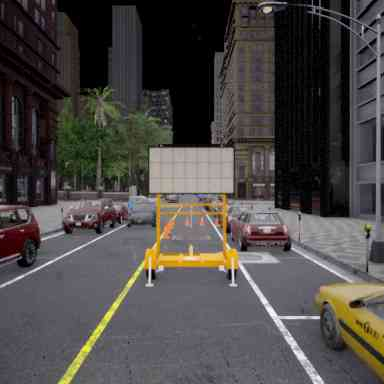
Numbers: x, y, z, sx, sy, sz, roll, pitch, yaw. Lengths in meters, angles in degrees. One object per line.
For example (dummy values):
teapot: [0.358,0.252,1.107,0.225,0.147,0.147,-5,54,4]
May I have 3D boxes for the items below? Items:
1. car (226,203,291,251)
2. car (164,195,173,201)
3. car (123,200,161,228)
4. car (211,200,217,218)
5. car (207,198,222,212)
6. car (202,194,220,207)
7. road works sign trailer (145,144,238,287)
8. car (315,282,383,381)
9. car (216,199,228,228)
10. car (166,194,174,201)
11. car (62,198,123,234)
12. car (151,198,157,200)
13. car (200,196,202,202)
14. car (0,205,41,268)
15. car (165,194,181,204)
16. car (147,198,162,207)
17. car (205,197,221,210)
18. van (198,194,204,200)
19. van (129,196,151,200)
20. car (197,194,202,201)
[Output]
car: [2.735,1.440,14.057,1.967,1.590,4.097,0,0,0]
car: [-5.906,1.556,83.896,2.008,1.369,4.403,0,0,0]
car: [-3.139,1.507,22.357,1.837,1.490,4.892,0,0,0]
car: [2.716,1.548,24.908,1.887,1.381,4.507,0,0,0]
car: [2.708,1.556,30.332,2.008,1.369,4.403,0,0,0]
car: [2.689,1.324,41.183,2.192,1.841,5.009,0,0,0]
road works sign trailer: [-0.016,0.464,9.327,2.380,3.560,2.880,0,0,0]
car: [2.753,1.525,3.378,1.752,1.417,4.829,0,0,0]
car: [2.726,1.441,19.483,1.967,1.590,4.097,0,0,0]
car: [-5.915,1.443,89.316,1.967,1.590,4.097,0,0,0]
car: [-5.800,1.317,19.480,2.192,1.841,5.009,0,0,0]
car: [-5.836,1.449,41.185,1.967,1.590,4.097,0,0,0]
car: [2.672,1.576,52.033,1.947,1.339,4.313,0,0,0]
car: [-5.782,1.315,8.628,2.192,1.841,5.009,0,0,0]
car: [-3.094,1.558,55.669,2.033,1.411,5.357,0,0,0]
car: [-5.853,1.593,52.037,1.802,1.307,4.206,0,0,0]
car: [2.699,1.533,35.928,1.752,1.417,4.829,0,0,0]
van: [2.601,1.341,94.731,1.690,1.788,3.998,0,0,0]
van: [-5.827,1.349,35.758,1.690,1.788,3.998,0,0,0]
car: [2.629,1.573,78.470,1.947,1.339,4.313,0,0,0]
